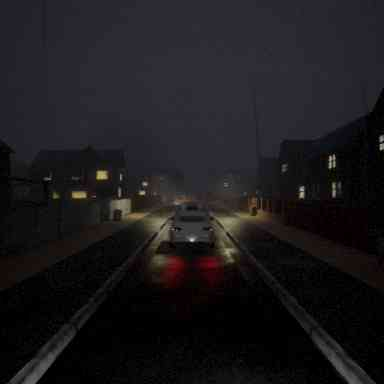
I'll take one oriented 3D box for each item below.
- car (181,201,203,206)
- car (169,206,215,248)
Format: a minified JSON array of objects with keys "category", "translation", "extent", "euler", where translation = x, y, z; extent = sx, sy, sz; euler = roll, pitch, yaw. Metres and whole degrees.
[{"category":"car","translation":[0.000,1.541,29.659],"extent":[1.812,1.442,4.674],"euler":[0,0,0]},{"category":"car","translation":[0.000,1.538,14.654],"extent":[1.812,1.442,4.674],"euler":[0,0,0]}]
